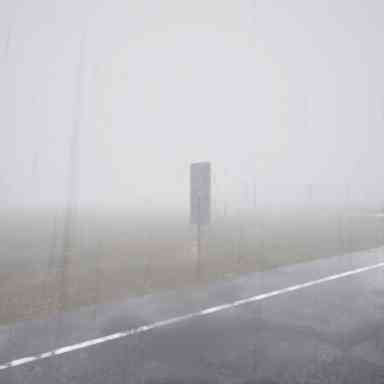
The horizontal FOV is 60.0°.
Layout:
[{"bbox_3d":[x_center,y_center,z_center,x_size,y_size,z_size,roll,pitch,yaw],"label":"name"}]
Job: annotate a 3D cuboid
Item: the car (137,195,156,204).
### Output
[{"bbox_3d":[-8.641,1.303,63.447,2.097,1.767,4.553,0,0,-36],"label":"car"}]
